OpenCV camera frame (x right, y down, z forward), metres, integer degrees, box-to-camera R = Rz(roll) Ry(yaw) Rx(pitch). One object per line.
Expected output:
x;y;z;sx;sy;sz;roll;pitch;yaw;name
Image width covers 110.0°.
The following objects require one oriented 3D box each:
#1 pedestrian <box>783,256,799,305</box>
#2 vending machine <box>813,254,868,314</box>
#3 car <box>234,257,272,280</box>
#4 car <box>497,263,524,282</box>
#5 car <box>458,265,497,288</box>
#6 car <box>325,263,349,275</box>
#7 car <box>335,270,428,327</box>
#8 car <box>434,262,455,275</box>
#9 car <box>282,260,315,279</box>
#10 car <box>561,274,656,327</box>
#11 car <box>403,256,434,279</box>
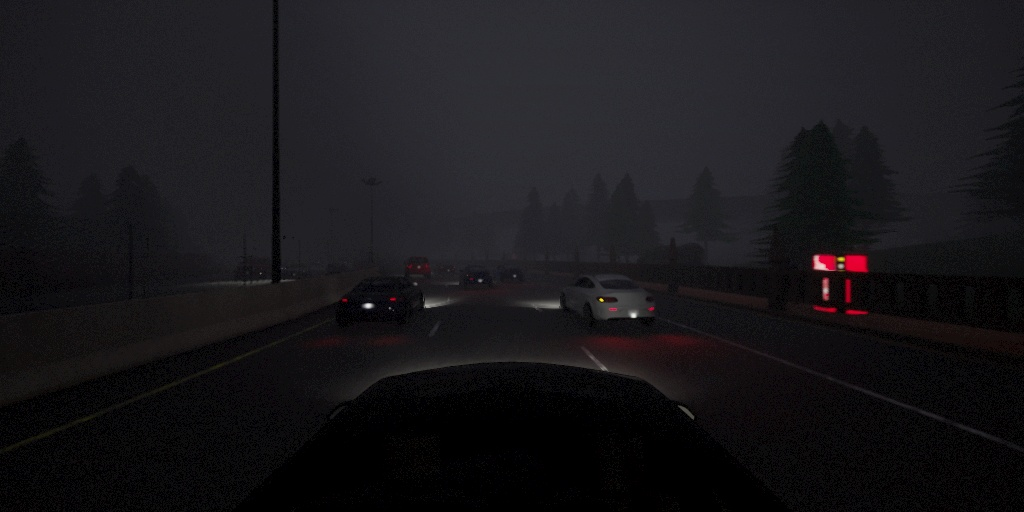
10.249;0.877;13.260;0.375;1.860;0.375;0;0;-6;pedestrian
10.879;0.926;11.921;1.100;2.100;0.880;0;0;-5;vending machine
-24.077;1.109;33.776;2.150;2.045;5.566;0;0;-22;car
-0.378;1.325;29.339;1.812;1.442;4.674;0;0;-15;car
-2.513;1.329;24.227;1.812;1.442;4.674;0;0;-14;car
-17.324;1.416;35.738;2.033;1.411;5.357;0;0;-22;car
-4.154;1.346;11.838;1.994;1.385;4.181;0;0;-6;car
-7.832;1.377;41.082;1.812;1.442;4.674;0;0;-24;car
-20.870;1.406;35.075;1.812;1.442;4.674;0;0;-22;car
2.895;1.283;11.516;1.812;1.442;4.674;0;0;-6;car
-8.907;1.058;33.593;2.150;2.045;5.566;0;0;-18;car
